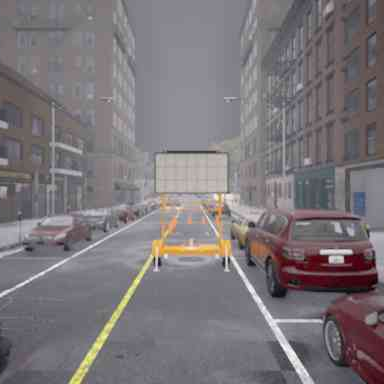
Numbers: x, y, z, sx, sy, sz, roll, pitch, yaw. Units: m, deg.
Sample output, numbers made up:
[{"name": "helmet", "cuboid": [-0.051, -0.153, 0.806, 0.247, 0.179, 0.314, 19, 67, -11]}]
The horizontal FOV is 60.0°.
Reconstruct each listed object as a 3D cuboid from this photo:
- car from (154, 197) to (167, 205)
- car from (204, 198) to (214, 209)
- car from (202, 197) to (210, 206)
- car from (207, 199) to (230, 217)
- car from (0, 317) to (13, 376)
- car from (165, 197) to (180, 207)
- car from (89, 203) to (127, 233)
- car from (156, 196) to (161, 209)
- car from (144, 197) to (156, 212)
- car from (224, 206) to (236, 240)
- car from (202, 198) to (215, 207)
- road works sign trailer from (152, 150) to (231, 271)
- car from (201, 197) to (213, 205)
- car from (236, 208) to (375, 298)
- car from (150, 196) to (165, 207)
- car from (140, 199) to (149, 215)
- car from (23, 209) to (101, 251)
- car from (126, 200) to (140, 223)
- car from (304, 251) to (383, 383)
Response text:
[{"name": "car", "cuboid": [-5.451, 1.578, 58.101, 1.802, 1.307, 4.206, 0, 0, 0]}, {"name": "car", "cuboid": [2.599, 1.571, 36.038, 1.802, 1.307, 4.206, 0, 0, 0]}, {"name": "car", "cuboid": [2.592, 1.516, 41.726, 1.752, 1.417, 4.829, 0, 0, 0]}, {"name": "car", "cuboid": [2.605, 1.572, 30.520, 1.802, 1.307, 4.206, 0, 0, 0]}, {"name": "car", "cuboid": [-2.847, 1.546, 1.227, 2.033, 1.411, 5.357, 0, 0, 0]}, {"name": "car", "cuboid": [-2.887, 1.471, 51.159, 1.882, 1.535, 5.008, 0, 0, 0]}, {"name": "car", "cuboid": [-5.408, 1.543, 19.469, 2.008, 1.369, 4.403, 0, 0, 0]}, {"name": "car", "cuboid": [-5.433, 1.430, 41.544, 1.967, 1.590, 4.097, 0, 0, 0]}, {"name": "car", "cuboid": [-5.426, 1.539, 36.025, 2.008, 1.369, 4.403, 0, 0, 0]}, {"name": "car", "cuboid": [2.618, 1.520, 14.133, 1.752, 1.417, 4.829, 0, 0, 0]}, {"name": "car", "cuboid": [2.580, 1.577, 52.592, 1.802, 1.307, 4.206, 0, 0, 0]}, {"name": "road works sign trailer", "cuboid": [-0.011, 0.460, 10.811, 2.380, 3.560, 2.880, 0, 0, 0]}, {"name": "car", "cuboid": [2.574, 1.563, 58.111, 1.947, 1.339, 4.313, 0, 0, 0]}, {"name": "car", "cuboid": [2.629, 1.312, 8.447, 2.192, 1.841, 5.009, 0, 0, 0]}, {"name": "car", "cuboid": [-5.445, 1.434, 52.582, 1.967, 1.590, 4.097, 0, 0, 0]}, {"name": "car", "cuboid": [-5.420, 1.555, 30.507, 1.947, 1.339, 4.313, 0, 0, 0]}, {"name": "car", "cuboid": [-5.402, 1.576, 13.950, 1.802, 1.307, 4.206, 0, 0, 0]}, {"name": "car", "cuboid": [-5.414, 1.535, 24.988, 1.887, 1.381, 4.507, 0, 0, 0]}, {"name": "car", "cuboid": [2.635, 1.581, 2.928, 1.802, 1.307, 4.206, 0, 0, 0]}]
